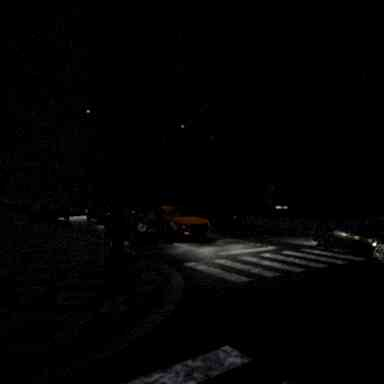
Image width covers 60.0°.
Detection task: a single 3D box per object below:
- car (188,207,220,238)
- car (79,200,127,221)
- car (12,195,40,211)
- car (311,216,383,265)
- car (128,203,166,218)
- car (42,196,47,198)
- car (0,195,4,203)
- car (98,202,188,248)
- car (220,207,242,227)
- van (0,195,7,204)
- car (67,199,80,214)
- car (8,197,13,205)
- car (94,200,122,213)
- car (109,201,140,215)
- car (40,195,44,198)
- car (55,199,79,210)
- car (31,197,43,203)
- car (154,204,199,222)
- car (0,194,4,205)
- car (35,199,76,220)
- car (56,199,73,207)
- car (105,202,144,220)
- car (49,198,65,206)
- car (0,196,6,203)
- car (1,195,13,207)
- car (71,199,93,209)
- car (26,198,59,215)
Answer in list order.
[{"bbox_3d":[-0.997,1.478,17.220,1.882,1.535,5.008,1,-1,-34],"label":"car"},{"bbox_3d":[-6.645,1.537,25.508,2.128,1.511,4.902,1,-1,-34],"label":"car"},{"bbox_3d":[-20.802,1.524,41.543,1.967,1.590,4.097,1,-1,-34],"label":"car"},{"bbox_3d":[6.440,1.568,11.721,2.033,1.411,5.357,1,-1,-12],"label":"car"},{"bbox_3d":[-4.483,1.756,32.736,1.947,1.339,4.313,1,-1,-34],"label":"car"},{"bbox_3d":[-29.307,1.896,69.143,1.752,1.417,4.829,1,-1,-34],"label":"car"},{"bbox_3d":[-45.532,1.568,77.817,2.192,1.841,5.009,1,-1,-34],"label":"car"},{"bbox_3d":[-2.270,1.377,14.365,1.967,1.590,4.097,1,-1,-35],"label":"car"},{"bbox_3d":[1.698,1.707,23.670,1.947,1.339,4.313,1,-1,-34],"label":"car"},{"bbox_3d":[-39.349,1.552,68.748,1.690,1.788,3.998,1,-1,-34],"label":"van"},{"bbox_3d":[-12.439,1.597,34.019,1.837,1.490,4.892,1,-1,-35],"label":"car"},{"bbox_3d":[-23.895,1.688,46.075,1.802,1.307,4.206,1,-1,-34],"label":"car"},{"bbox_3d":[-10.665,1.790,41.803,2.008,1.369,4.403,1,-1,-34],"label":"car"},{"bbox_3d":[-7.670,1.741,37.410,1.752,1.417,4.829,1,-1,-34],"label":"car"},{"bbox_3d":[-32.303,1.973,73.535,1.802,1.307,4.206,1,-1,-34],"label":"car"},{"bbox_3d":[-18.151,1.770,48.017,2.033,1.411,5.357,1,-1,-34],"label":"car"},{"bbox_3d":[-38.580,1.959,82.743,1.752,1.417,4.829,1,-1,-34],"label":"car"},{"bbox_3d":[-1.393,1.748,28.203,1.802,1.307,4.206,1,-1,-34],"label":"car"},{"bbox_3d":[-33.168,1.609,59.679,1.967,1.590,4.097,1,-1,-34],"label":"car"},{"bbox_3d":[-11.528,1.555,27.939,1.887,1.381,4.507,1,-1,-34],"label":"car"},{"bbox_3d":[-23.030,1.894,59.936,1.947,1.339,4.313,1,-1,-34],"label":"car"},{"bbox_3d":[-6.250,1.695,30.599,1.994,1.385,4.181,1,-1,-34],"label":"car"},{"bbox_3d":[-26.121,1.915,64.469,1.947,1.339,4.313,1,-1,-34],"label":"car"},{"bbox_3d":[-42.442,1.672,73.281,1.967,1.590,4.097,1,-1,-34],"label":"car"},{"bbox_3d":[-29.982,1.673,55.004,1.752,1.417,4.829,1,-1,-34],"label":"car"},{"bbox_3d":[-16.848,1.836,50.870,2.008,1.369,4.403,1,-1,-34],"label":"car"},{"bbox_3d":[-14.524,1.560,32.333,1.752,1.417,4.829,1,-1,-34],"label":"car"}]
